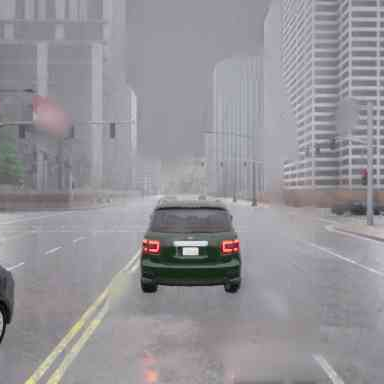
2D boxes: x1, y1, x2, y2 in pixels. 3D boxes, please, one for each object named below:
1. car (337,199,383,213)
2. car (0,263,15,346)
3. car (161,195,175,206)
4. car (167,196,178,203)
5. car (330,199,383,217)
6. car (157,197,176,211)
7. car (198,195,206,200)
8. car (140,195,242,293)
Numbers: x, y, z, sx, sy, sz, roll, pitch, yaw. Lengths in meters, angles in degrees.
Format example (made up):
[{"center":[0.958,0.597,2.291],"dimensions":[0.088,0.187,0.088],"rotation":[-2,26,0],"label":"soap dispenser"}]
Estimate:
[{"center":[19.460,1.547,37.372],"dimensions":[5.357,1.411,2.033],"rotation":[0,0,-1],"label":"car"},{"center":[-3.616,1.505,3.180],"dimensions":[1.837,1.490,4.892],"rotation":[0,0,-1],"label":"car"},{"center":[-4.067,1.352,56.953],"dimensions":[2.097,1.767,4.553],"rotation":[0,0,0],"label":"car"},{"center":[-4.102,1.540,70.585],"dimensions":[2.033,1.411,5.357],"rotation":[0,0,0],"label":"car"},{"center":[15.194,1.477,30.202],"dimensions":[5.008,1.535,1.882],"rotation":[0,0,1],"label":"car"},{"center":[-3.230,1.477,41.526],"dimensions":[1.882,1.535,5.008],"rotation":[0,0,-10],"label":"car"},{"center":[2.724,1.500,90.613],"dimensions":[1.837,1.490,4.892],"rotation":[0,0,0],"label":"car"},{"center":[-0.022,1.221,9.003],"dimensions":[2.150,2.045,5.566],"rotation":[0,0,0],"label":"car"}]
